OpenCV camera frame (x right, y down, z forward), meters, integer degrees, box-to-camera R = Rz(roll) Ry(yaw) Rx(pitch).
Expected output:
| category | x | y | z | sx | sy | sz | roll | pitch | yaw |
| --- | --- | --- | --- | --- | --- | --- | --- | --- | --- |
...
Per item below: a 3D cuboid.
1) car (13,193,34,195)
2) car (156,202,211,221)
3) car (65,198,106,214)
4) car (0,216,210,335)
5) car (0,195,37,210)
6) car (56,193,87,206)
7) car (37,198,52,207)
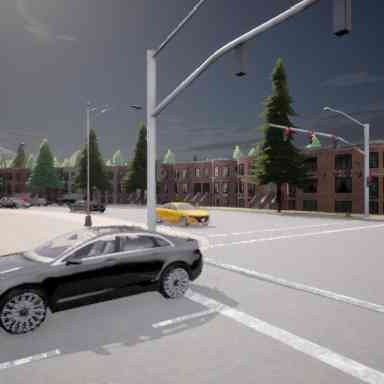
| category | x | y | z | sx | sy | sz | roll | pitch | yaw |
| --- | --- | --- | --- | --- | --- | --- | --- | --- | --- |
| car | -29.032 | 1.221 | 55.923 | 5.566 | 2.045 | 2.150 | 0 | 0 | 10 |
| car | -0.758 | 1.477 | 22.909 | 1.882 | 1.535 | 5.008 | 0 | 0 | -36 |
| car | -11.191 | 1.601 | 35.575 | 4.718 | 1.301 | 1.895 | 0 | 0 | 41 |
| car | -1.979 | 1.491 | 6.822 | 4.902 | 1.511 | 2.128 | 0 | 0 | -37 |
| car | -23.110 | 1.492 | 43.247 | 4.902 | 1.511 | 2.128 | 0 | 0 | 23 |
| car | -18.913 | 1.221 | 52.870 | 5.566 | 2.045 | 2.150 | 0 | 0 | 23 |
| car | -24.170 | 1.547 | 51.137 | 5.357 | 1.411 | 2.033 | 0 | 0 | 17 |
